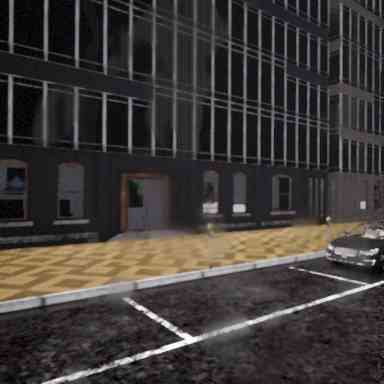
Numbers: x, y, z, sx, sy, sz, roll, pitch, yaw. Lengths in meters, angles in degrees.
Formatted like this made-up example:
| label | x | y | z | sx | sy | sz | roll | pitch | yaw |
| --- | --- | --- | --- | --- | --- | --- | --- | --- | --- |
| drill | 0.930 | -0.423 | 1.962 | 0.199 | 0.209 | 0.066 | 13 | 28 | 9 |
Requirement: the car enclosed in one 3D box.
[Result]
| label | x | y | z | sx | sy | sz | roll | pitch | yaw |
| --- | --- | --- | --- | --- | --- | --- | --- | --- | --- |
| car | 6.253 | 1.667 | 11.021 | 4.403 | 1.369 | 2.008 | 1 | 0 | -35 |
